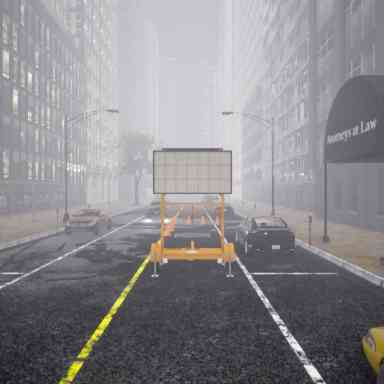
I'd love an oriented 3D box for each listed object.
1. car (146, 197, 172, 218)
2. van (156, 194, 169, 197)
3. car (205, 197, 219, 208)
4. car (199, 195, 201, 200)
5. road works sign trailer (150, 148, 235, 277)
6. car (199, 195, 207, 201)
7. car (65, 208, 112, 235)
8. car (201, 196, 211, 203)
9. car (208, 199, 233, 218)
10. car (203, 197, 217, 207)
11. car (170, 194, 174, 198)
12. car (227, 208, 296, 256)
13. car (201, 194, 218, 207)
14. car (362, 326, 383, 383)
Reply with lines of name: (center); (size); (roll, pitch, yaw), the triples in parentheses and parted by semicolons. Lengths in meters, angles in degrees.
car: (-2.942, 1.498, 29.767); (1.837, 1.490, 4.892); (0, 0, 0)
van: (-5.579, 1.315, 58.529); (1.690, 1.788, 3.998); (0, 0, 0)
car: (2.757, 1.535, 35.714); (1.887, 1.381, 4.507); (0, 0, 0)
car: (2.802, 1.289, 58.507); (2.192, 1.841, 5.009); (0, 0, 0)
road works sign trailer: (0.018, 0.463, 10.214); (2.380, 3.560, 2.880); (0, 0, 0)
car: (2.862, 1.466, 87.169); (1.752, 1.417, 4.829); (0, 0, 0)
car: (-5.659, 1.579, 18.643); (1.802, 1.307, 4.206); (0, 0, 0)
car: (2.826, 1.508, 69.904); (1.887, 1.381, 4.507); (0, 0, 0)
car: (2.745, 1.559, 30.016); (1.947, 1.339, 4.313); (0, 0, 0)
car: (2.791, 1.524, 52.808); (1.887, 1.381, 4.507); (0, 0, 0)
car: (-5.554, 1.514, 69.923); (2.008, 1.369, 4.403); (0, 0, 0)
car: (2.710, 1.549, 12.922); (2.008, 1.369, 4.403); (0, 0, 0)
car: (2.779, 1.299, 47.111); (2.192, 1.841, 5.009); (0, 0, 0)
car: (2.687, 1.525, 1.697); (1.752, 1.417, 4.829); (0, 0, 0)
